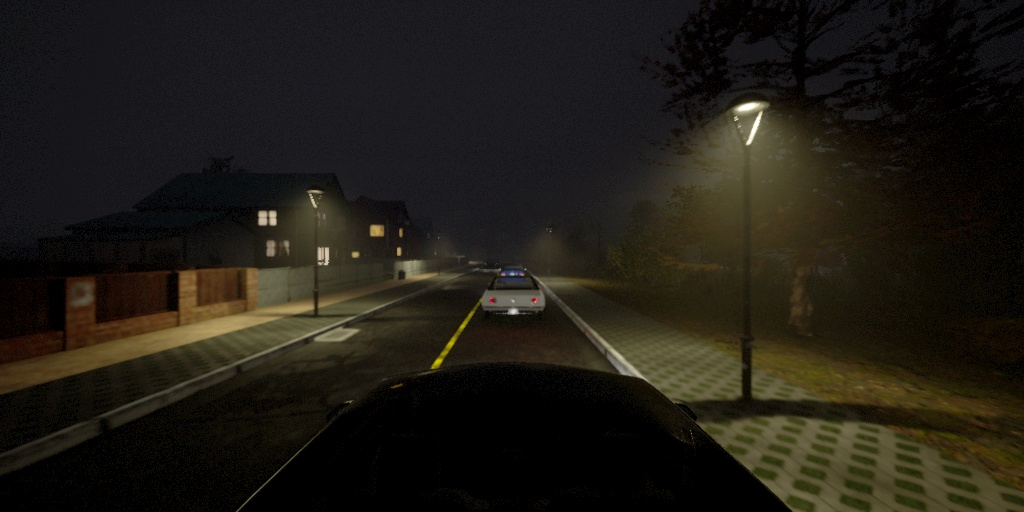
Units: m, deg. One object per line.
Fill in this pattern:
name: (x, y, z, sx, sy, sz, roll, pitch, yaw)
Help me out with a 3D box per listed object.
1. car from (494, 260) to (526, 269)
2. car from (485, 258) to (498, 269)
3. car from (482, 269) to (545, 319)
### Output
car: (0.043, 1.208, 25.846, 2.033, 1.411, 5.357, 0, 0, 0)
car: (-2.832, 1.033, 51.152, 1.882, 1.535, 5.008, 0, 0, 0)
car: (0.059, 1.314, 12.643, 1.895, 1.301, 4.718, 0, 0, 0)
